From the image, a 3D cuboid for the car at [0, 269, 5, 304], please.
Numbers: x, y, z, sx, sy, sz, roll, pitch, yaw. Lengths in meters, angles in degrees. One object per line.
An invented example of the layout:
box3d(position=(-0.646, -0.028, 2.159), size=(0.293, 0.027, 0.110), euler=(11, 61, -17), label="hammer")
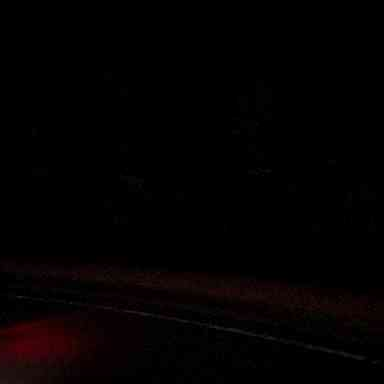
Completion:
box3d(position=(-5.669, 1.507, 5.700), size=(4.892, 1.490, 1.837), euler=(1, -1, 14), label="car")
